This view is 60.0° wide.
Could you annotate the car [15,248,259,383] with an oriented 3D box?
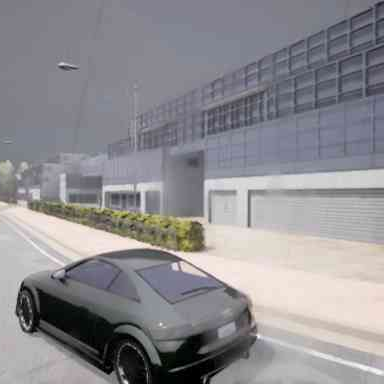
[{"bbox_3d":[-1.087,1.602,5.256,4.181,1.385,1.994,0,-1,41],"label":"car"}]
